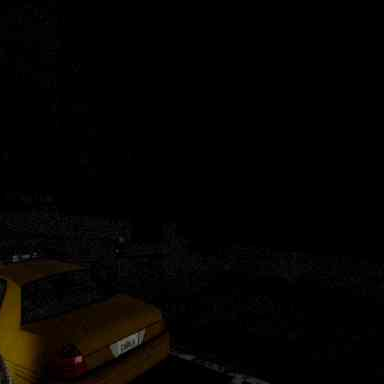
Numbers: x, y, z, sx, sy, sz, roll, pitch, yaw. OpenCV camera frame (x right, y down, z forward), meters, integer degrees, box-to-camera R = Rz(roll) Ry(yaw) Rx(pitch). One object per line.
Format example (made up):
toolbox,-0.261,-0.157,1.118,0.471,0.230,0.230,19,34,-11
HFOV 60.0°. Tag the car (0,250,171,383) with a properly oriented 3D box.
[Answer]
car,-2.536,1.525,4.766,4.829,1.417,1.752,0,0,35
